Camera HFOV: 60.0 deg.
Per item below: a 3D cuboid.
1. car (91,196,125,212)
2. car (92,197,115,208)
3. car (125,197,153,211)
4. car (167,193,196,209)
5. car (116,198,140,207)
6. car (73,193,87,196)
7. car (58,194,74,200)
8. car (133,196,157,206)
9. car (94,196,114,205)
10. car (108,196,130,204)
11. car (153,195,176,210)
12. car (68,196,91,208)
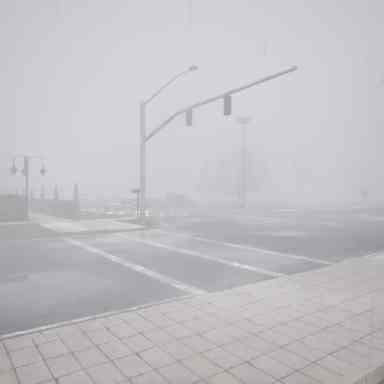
[{"bbox_3d":[-10.077,1.526,39.694,1.812,1.442,4.674,0,0,-36],"label":"car"},{"bbox_3d":[-13.404,1.505,50.189,1.837,1.490,4.892,0,0,-36],"label":"car"},{"bbox_3d":[-7.496,1.547,42.092,2.033,1.411,5.357,0,0,-36],"label":"car"},{"bbox_3d":[-1.732,1.221,46.069,2.150,2.045,5.566,0,0,-36],"label":"car"},{"bbox_3d":[-9.968,1.601,51.414,1.895,1.301,4.718,0,0,-36],"label":"car"},{"bbox_3d":[-19.693,1.221,58.855,2.150,2.045,5.566,0,0,-36],"label":"car"},{"bbox_3d":[-21.594,1.505,55.508,1.837,1.490,4.892,0,0,-36],"label":"car"},{"bbox_3d":[-7.718,1.505,54.276,1.837,1.490,4.892,0,0,-36],"label":"car"},{"bbox_3d":[-15.814,1.505,59.472,1.837,1.490,4.892,0,0,-36],"label":"car"},{"bbox_3d":[-13.883,1.547,62.788,2.033,1.411,5.357,0,0,-36],"label":"car"},{"bbox_3d":[-4.551,1.505,43.991,1.837,1.490,4.892,0,0,-36],"label":"car"},{"bbox_3d":[-15.484,1.601,47.099,1.895,1.301,4.718,0,0,-36],"label":"car"}]
